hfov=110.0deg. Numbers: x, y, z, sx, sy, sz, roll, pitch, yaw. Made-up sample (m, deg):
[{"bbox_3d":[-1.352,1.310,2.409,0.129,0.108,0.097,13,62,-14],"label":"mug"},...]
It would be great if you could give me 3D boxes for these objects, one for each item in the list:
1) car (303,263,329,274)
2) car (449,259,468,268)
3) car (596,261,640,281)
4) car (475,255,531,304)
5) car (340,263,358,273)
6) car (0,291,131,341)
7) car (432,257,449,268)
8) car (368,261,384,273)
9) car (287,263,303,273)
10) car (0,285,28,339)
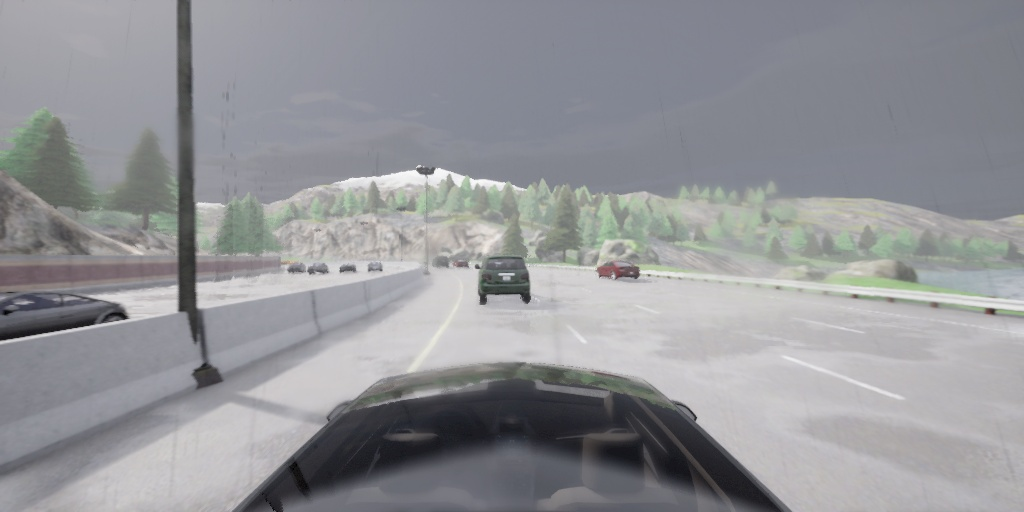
[{"bbox_3d":[-25.261,1.609,46.944,2.033,1.411,5.357,-1,0,-19],"label":"car"},{"bbox_3d":[-9.259,1.340,64.047,1.882,1.535,5.008,0,0,-24],"label":"car"},{"bbox_3d":[8.457,1.121,29.110,1.882,1.535,5.008,0,0,-10],"label":"car"},{"bbox_3d":[-0.516,0.978,16.826,2.150,2.045,5.566,0,0,-7],"label":"car"},{"bbox_3d":[-22.201,1.625,48.783,1.895,1.301,4.718,-1,0,-19],"label":"car"},{"bbox_3d":[-10.773,1.448,7.469,1.994,1.385,4.181,-1,0,-2],"label":"car"},{"bbox_3d":[-12.658,1.126,63.529,2.150,2.045,5.566,0,0,-24],"label":"car"},{"bbox_3d":[-18.669,1.471,49.221,2.128,1.511,4.902,-1,0,-19],"label":"car"},{"bbox_3d":[-30.517,1.675,51.105,2.033,1.411,5.357,-1,0,-21],"label":"car"},{"bbox_3d":[-14.285,1.491,7.761,1.994,1.385,4.181,-1,0,-2],"label":"car"}]
